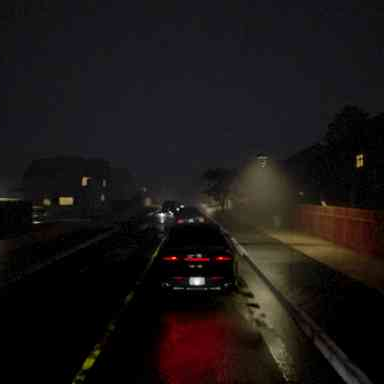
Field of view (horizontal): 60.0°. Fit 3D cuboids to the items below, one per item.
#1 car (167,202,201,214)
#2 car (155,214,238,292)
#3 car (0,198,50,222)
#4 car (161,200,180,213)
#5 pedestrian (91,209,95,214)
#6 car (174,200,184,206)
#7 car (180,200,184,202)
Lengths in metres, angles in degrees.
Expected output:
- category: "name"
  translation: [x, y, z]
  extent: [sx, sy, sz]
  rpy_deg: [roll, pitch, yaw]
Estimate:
- category: "car"
  translation: [-0.318, 1.695, 21.800]
  extent: [2.033, 1.411, 5.357]
  rpy_deg: [0, 1, -7]
- category: "car"
  translation: [0.101, 1.572, 9.082]
  extent: [1.837, 1.490, 4.892]
  rpy_deg: [0, -1, 0]
- category: "car"
  translation: [-14.992, 1.575, 28.127]
  extent: [5.566, 2.045, 2.150]
  rpy_deg: [0, -3, 7]
- category: "car"
  translation: [-2.843, 1.886, 42.422]
  extent: [1.837, 1.490, 4.892]
  rpy_deg: [0, 0, 0]
- category: "pedestrian"
  translation: [-9.909, 1.714, 33.386]
  extent: [0.375, 1.860, 0.375]
  rpy_deg: [0, -2, 5]
- category: "car"
  translation: [-2.746, 2.324, 71.738]
  extent: [1.895, 1.301, 4.718]
  rpy_deg: [0, -1, 0]
- category: "car"
  translation: [-2.821, 2.141, 56.645]
  extent: [1.895, 1.301, 4.718]
  rpy_deg: [0, -1, 0]
